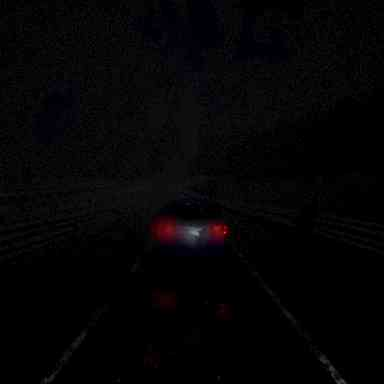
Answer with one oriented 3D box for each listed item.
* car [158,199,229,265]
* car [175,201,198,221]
[{"bbox_3d":[0.024,1.254,11.940,2.150,2.045,5.566,0,0,0],"label":"car"},{"bbox_3d":[-0.561,1.598,28.908,1.812,1.442,4.674,0,0,-3],"label":"car"}]
